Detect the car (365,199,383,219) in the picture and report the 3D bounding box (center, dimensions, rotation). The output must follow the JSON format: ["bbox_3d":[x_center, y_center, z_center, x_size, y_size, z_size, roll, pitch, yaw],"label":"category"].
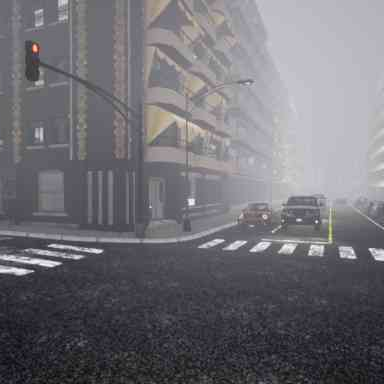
[{"bbox_3d":[16.281,1.547,28.228,2.008,1.369,4.403,0,0,23],"label":"car"}]

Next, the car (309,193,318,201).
[{"bbox_3d":[32.398,1.304,88.713,2.192,1.841,5.009,0,0,23],"label":"car"}]

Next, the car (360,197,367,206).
[{"bbox_3d":[18.449,1.541,33.432,1.887,1.381,4.507,0,0,23],"label":"car"}]

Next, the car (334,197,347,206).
[{"bbox_3d":[25.130,1.559,56.202,1.994,1.385,4.181,0,0,23],"label":"car"}]

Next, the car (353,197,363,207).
[{"bbox_3d":[24.954,1.435,49.049,1.967,1.590,4.097,0,0,23],"label":"car"}]

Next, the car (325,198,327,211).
[{"bbox_3d":[15.092,1.218,40.392,2.150,2.045,5.566,0,0,23],"label":"car"}]

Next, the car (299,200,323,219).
[{"bbox_3d":[10.957,1.502,30.491,1.837,1.490,4.892,0,0,23],"label":"car"}]

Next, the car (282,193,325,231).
[{"bbox_3d":[7.065,1.219,21.156,2.150,2.045,5.566,0,0,23],"label":"car"}]

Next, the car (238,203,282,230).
[{"bbox_3d":[4.210,1.438,21.045,1.967,1.590,4.097,0,0,23],"label":"car"}]

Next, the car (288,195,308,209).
[{"bbox_3d":[15.051,1.311,47.071,2.192,1.841,5.009,0,0,23],"label":"car"}]

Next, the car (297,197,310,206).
[{"bbox_3d":[19.323,1.521,57.324,1.752,1.417,4.829,0,0,23],"label":"car"}]

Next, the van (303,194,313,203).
[{"bbox_3d":[23.725,1.335,67.892,1.690,1.788,3.998,0,0,23],"label":"van"}]
